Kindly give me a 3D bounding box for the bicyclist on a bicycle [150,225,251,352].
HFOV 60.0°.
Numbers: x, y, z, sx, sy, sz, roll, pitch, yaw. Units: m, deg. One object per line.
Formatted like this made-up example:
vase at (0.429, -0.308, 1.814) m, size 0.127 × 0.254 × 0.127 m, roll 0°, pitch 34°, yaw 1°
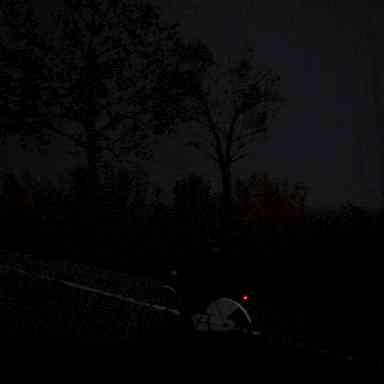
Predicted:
bicyclist on a bicycle at (0.033, 1.373, 5.033) m, size 1.843 × 1.776 × 0.659 m, roll 0°, pitch 0°, yaw 35°
